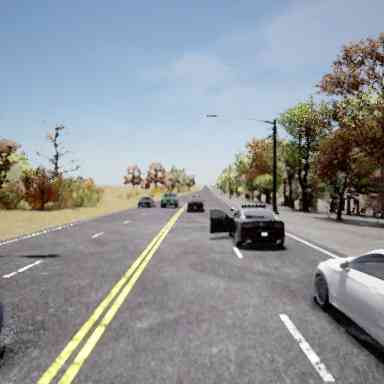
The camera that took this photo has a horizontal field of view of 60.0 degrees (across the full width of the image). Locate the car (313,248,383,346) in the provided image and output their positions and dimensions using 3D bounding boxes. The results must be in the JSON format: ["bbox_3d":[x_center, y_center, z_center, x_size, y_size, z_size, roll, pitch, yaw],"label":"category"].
[{"bbox_3d":[3.365,1.511,4.857,1.812,1.442,4.674,0,0,0],"label":"car"}]

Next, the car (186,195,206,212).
[{"bbox_3d":[0.419,1.366,37.181,1.837,1.490,4.892,0,0,2],"label":"car"}]

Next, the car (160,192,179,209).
[{"bbox_3d":[-2.830,1.053,43.418,2.150,2.045,5.566,0,0,1],"label":"car"}]

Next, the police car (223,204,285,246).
[{"bbox_3d":[2.748,1.375,15.084,1.930,1.638,5.238,0,0,0],"label":"police car"}]

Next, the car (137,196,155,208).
[{"bbox_3d":[-6.055,1.329,44.259,1.837,1.490,4.892,0,1,1],"label":"car"}]

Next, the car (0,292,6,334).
[{"bbox_3d":[-3.339,1.516,2.556,1.812,1.442,4.674,0,0,0],"label":"car"}]
